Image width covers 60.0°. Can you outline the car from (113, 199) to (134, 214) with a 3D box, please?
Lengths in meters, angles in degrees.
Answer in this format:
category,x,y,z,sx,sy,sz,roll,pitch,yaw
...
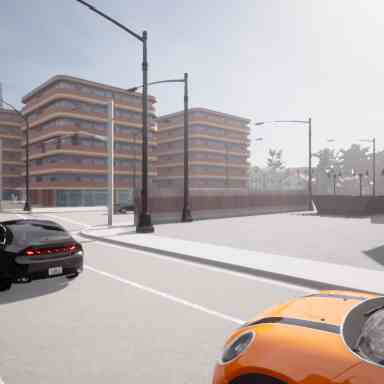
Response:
category,x,y,z,sx,sy,sz,roll,pitch,yaw
car,-6.353,1.491,34.956,4.902,1.511,2.128,0,0,-44

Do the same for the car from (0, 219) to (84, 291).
category,x,y,z,sx,sy,sz,roll,pitch,yaw
car,-4.696,1.505,9.148,1.837,1.490,4.892,0,0,-43

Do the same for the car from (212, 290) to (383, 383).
category,x,y,z,sx,sy,sz,roll,pitch,yaw
car,2.331,1.352,2.292,4.553,1.767,2.097,0,0,40
